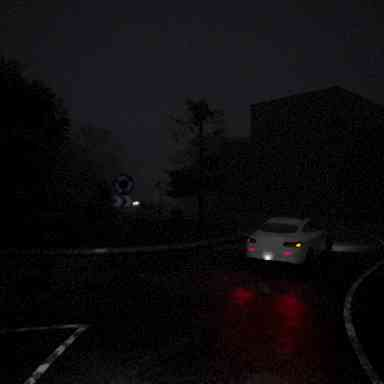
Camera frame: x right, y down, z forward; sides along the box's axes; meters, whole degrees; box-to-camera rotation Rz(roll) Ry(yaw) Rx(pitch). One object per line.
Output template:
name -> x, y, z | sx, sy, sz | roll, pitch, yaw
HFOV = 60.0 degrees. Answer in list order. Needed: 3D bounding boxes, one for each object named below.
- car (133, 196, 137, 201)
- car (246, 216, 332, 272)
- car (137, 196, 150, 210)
car -> -13.600, 1.675, 79.944 | 2.128, 1.511, 4.902 | 0, 0, -6
car -> 3.325, 1.529, 11.074 | 1.812, 1.442, 4.674 | 1, 1, 32
car -> -6.252, 1.719, 46.383 | 1.882, 1.535, 5.008 | 0, 0, -12
